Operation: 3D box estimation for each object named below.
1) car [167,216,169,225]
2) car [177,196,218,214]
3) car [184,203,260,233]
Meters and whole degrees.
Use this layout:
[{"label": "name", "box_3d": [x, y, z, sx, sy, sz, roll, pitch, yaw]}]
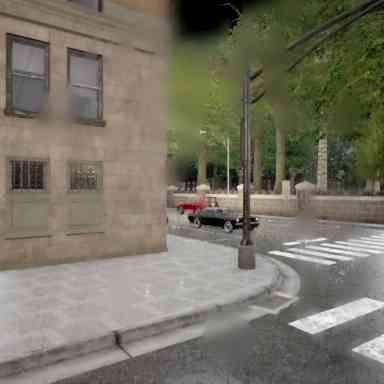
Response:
[{"label": "car", "box_3d": [-3.227, 1.544, 22.238, 1.947, 1.339, 4.313, 0, 0, -35]}, {"label": "car", "box_3d": [0.547, 1.285, 31.774, 2.192, 1.841, 5.009, 0, 0, -35]}, {"label": "car", "box_3d": [1.787, 1.586, 19.830, 1.895, 1.301, 4.718, 0, 0, -35]}]
